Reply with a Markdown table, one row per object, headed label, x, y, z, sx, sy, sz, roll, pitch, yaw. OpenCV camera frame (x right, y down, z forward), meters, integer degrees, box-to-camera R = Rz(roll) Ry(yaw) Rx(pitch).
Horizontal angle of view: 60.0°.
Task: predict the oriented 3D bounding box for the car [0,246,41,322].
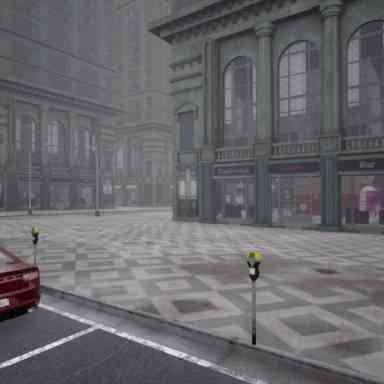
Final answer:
| label | x | y | z | sx | sy | sz | roll | pitch | yaw |
| --- | --- | --- | --- | --- | --- | --- | --- | --- | --- |
| car | -4.689 | 1.546 | 6.299 | 4.507 | 1.381 | 1.887 | 0 | 0 | 35 |
